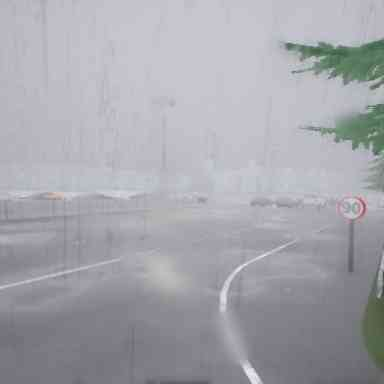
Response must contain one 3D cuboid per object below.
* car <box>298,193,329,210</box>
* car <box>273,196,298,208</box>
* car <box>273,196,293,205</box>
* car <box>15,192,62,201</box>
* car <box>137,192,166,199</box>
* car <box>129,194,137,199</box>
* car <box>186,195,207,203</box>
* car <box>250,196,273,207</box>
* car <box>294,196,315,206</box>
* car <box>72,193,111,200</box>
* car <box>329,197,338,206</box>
[{"bbox_3d":[16.012,1.203,43.646,2.150,2.045,5.566,2,0,32],"label":"car"},{"bbox_3d":[13.115,1.455,45.639,1.994,1.385,4.181,2,1,32],"label":"car"},{"bbox_3d":[15.355,1.394,55.949,1.994,1.385,4.181,2,1,32],"label":"car"},{"bbox_3d":[-13.709,0.980,28.961,1.994,1.385,4.181,2,1,32],"label":"car"},{"bbox_3d":[-6.189,0.819,54.417,1.837,1.490,4.892,2,1,32],"label":"car"},{"bbox_3d":[-8.504,0.774,57.294,2.033,1.411,5.357,2,1,32],"label":"car"},{"bbox_3d":[0.348,1.109,51.692,1.895,1.301,4.718,2,1,32],"label":"car"},{"bbox_3d":[9.928,1.342,47.135,2.033,1.411,5.357,2,1,32],"label":"car"},{"bbox_3d":[18.379,1.472,54.185,2.033,1.411,5.357,2,1,32],"label":"car"},{"bbox_3d":[-12.979,0.820,43.402,2.033,1.411,5.357,2,1,32],"label":"car"},{"bbox_3d":[22.589,1.505,54.301,1.882,1.535,5.008,2,1,32],"label":"car"}]
